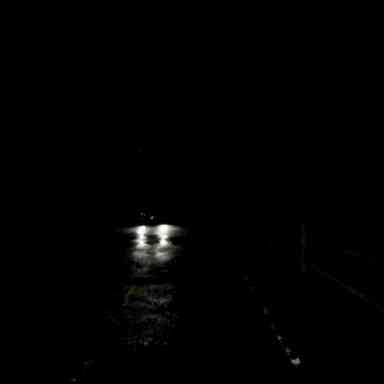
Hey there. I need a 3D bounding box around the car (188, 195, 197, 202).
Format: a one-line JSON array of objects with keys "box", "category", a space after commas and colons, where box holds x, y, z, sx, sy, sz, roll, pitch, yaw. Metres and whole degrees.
[{"box": [0.139, 1.613, 76.749, 1.837, 1.490, 4.892, 0, 0, 0], "category": "car"}]

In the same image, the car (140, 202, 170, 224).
[{"box": [-2.714, 1.512, 25.109, 1.837, 1.490, 4.892, 0, 0, 0], "category": "car"}]

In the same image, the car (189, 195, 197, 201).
[{"box": [0.158, 1.588, 86.787, 1.994, 1.385, 4.181, 0, 0, 0], "category": "car"}]
